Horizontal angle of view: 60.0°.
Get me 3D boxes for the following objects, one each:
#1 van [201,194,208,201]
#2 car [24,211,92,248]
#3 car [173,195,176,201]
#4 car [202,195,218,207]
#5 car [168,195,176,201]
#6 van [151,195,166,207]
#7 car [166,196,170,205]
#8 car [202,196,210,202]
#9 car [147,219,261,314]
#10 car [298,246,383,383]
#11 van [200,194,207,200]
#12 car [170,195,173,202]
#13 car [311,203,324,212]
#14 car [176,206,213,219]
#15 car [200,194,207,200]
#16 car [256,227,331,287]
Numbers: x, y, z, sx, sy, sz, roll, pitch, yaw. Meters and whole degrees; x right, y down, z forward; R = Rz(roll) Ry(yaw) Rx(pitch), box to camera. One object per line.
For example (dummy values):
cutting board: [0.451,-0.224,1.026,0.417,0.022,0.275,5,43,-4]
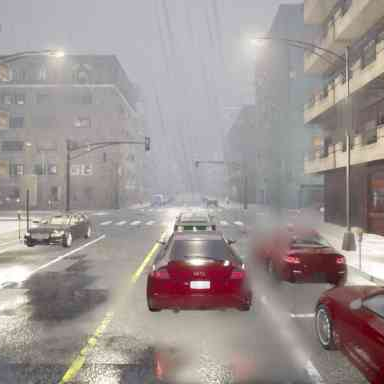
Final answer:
van: [3.208,1.349,86.721,1.690,1.788,3.998,1,0,0]
car: [-5.749,1.554,14.751,2.008,1.369,4.403,1,0,0]
car: [-5.264,1.575,75.471,1.947,1.339,4.313,1,0,0]
car: [3.035,1.558,51.123,2.008,1.369,4.403,1,0,0]
car: [-5.175,1.554,86.811,1.887,1.381,4.507,1,0,0]
van: [-5.512,1.349,52.796,1.690,1.788,3.998,1,0,0]
car: [-5.396,1.574,58.459,1.947,1.339,4.313,1,0,0]
car: [3.116,1.590,75.381,1.802,1.307,4.206,1,0,0]
car: [0.117,1.566,7.726,1.994,1.385,4.181,0,0,-1]
car: [2.672,1.583,3.330,1.802,1.307,4.206,1,0,0]
van: [3.252,1.350,92.391,1.690,1.788,3.998,1,0,0]
car: [-5.350,1.448,64.129,1.967,1.590,4.097,1,0,0]
car: [15.599,1.518,36.878,4.507,1.381,1.887,0,-1,1]
car: [0.125,1.604,16.544,1.895,1.301,4.718,0,0,0]
car: [3.072,1.558,69.711,2.008,1.369,4.403,1,0,0]
car: [2.680,1.584,9.001,1.802,1.307,4.206,1,0,0]
